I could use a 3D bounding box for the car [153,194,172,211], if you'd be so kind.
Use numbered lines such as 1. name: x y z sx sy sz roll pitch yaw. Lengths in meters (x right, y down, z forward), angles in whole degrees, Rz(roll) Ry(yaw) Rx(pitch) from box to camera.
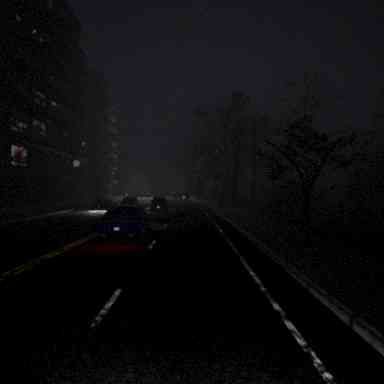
1. car: -3.554 1.286 36.797 1.837 1.490 4.892 0 0 -2

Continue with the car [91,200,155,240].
1. car: -3.171 1.380 16.406 1.882 1.535 5.008 0 0 0

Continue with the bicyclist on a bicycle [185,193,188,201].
1. bicyclist on a bicycle: -1.165 1.040 67.370 0.582 1.620 1.656 0 0 -5

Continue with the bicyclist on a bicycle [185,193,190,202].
1. bicyclist on a bicycle: -0.527 1.099 58.304 0.582 1.620 1.656 0 0 -4

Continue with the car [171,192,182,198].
1. car: -3.626 0.850 85.099 1.837 1.490 4.892 0 0 -6

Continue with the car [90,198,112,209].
1. car: -10.310 1.338 38.508 1.994 1.385 4.181 0 0 -2

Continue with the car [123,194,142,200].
1. car: -7.029 1.283 37.615 1.837 1.490 4.892 0 0 -2

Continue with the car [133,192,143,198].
1. car: -12.842 0.676 78.970 2.033 1.411 5.357 0 0 -5
